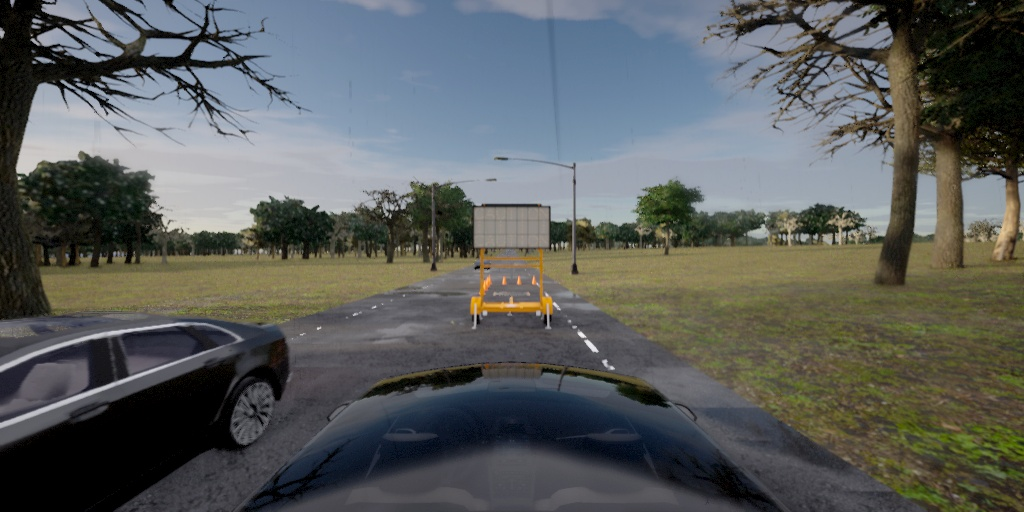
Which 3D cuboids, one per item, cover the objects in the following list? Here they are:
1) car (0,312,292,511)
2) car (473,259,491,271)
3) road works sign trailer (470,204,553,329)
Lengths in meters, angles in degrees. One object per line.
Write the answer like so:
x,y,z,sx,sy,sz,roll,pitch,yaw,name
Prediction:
-3.602,1.240,2.357,2.128,1.511,4.902,0,0,0,car
-3.642,1.058,44.548,2.033,1.411,5.357,0,1,0,car
-0.010,0.187,11.147,2.380,3.560,2.880,0,0,0,road works sign trailer
